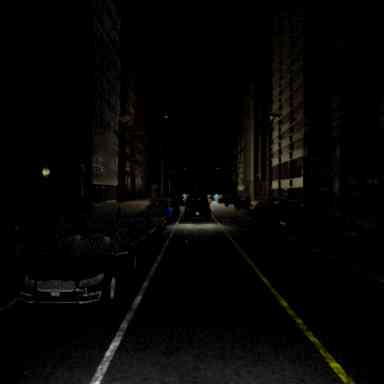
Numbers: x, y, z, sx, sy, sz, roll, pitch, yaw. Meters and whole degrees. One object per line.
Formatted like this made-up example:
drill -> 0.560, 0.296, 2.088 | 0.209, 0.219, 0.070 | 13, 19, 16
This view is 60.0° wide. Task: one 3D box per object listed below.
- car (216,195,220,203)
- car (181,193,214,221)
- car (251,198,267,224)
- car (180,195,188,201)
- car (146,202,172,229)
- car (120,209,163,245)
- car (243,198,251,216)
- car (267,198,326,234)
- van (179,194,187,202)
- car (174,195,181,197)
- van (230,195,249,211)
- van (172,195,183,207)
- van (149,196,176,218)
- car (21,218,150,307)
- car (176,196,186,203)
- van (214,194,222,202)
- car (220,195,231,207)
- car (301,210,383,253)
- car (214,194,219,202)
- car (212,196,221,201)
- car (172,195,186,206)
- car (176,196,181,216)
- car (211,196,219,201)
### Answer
car -> 6.275, 1.652, 64.092 | 1.887, 1.381, 4.507 | 0, 0, 0
car -> 0.423, 1.256, 27.639 | 2.150, 2.045, 5.566 | 0, 0, 0
car -> 6.178, 1.366, 24.828 | 2.192, 1.841, 5.009 | 0, 0, 0
car -> -2.179, 1.563, 92.151 | 1.967, 1.590, 4.097 | 0, 0, 0
car -> -2.362, 1.539, 19.058 | 1.752, 1.417, 4.829 | 0, 0, 0
car -> -2.376, 1.589, 13.619 | 1.802, 1.307, 4.206 | 0, 0, 0
car -> 6.192, 1.584, 30.608 | 1.752, 1.417, 4.829 | 0, 0, 0
car -> 6.164, 1.359, 19.219 | 2.192, 1.841, 5.009 | 0, 0, 0
van -> -2.207, 1.445, 80.932 | 1.690, 1.788, 3.998 | 0, 0, 0
car -> -2.319, 1.351, 36.056 | 2.192, 1.841, 5.009 | 0, 0, 0
van -> 6.220, 1.415, 41.656 | 1.690, 1.788, 3.998 | 0, 0, 0
van -> -2.277, 1.401, 52.885 | 1.690, 1.788, 3.998 | 0, 0, 0
van -> -2.347, 1.362, 24.838 | 1.690, 1.788, 3.998 | 0, 0, 0
car -> -2.390, 1.551, 8.009 | 2.008, 1.369, 4.403 | 0, 0, 0
car -> -2.236, 1.637, 69.713 | 2.008, 1.369, 4.403 | 0, 0, 0
van -> 6.318, 1.476, 80.919 | 1.690, 1.788, 3.998 | 0, 0, 0
car -> 6.248, 1.406, 52.874 | 2.192, 1.841, 5.009 | 0, 0, 0
car -> 6.149, 1.619, 13.610 | 1.802, 1.307, 4.206 | 0, 0, 0
car -> 6.290, 1.556, 69.701 | 1.967, 1.590, 4.097 | 0, 0, 0
car -> 6.331, 1.688, 86.528 | 1.887, 1.381, 4.507 | 0, 0, 0
car -> -2.263, 1.384, 58.494 | 2.192, 1.841, 5.009 | 0, 0, 0
car -> -2.334, 1.469, 30.447 | 1.967, 1.590, 4.097 | 0, 0, 0
car -> 6.345, 1.719, 92.138 | 1.947, 1.339, 4.313 | 0, 0, 0
